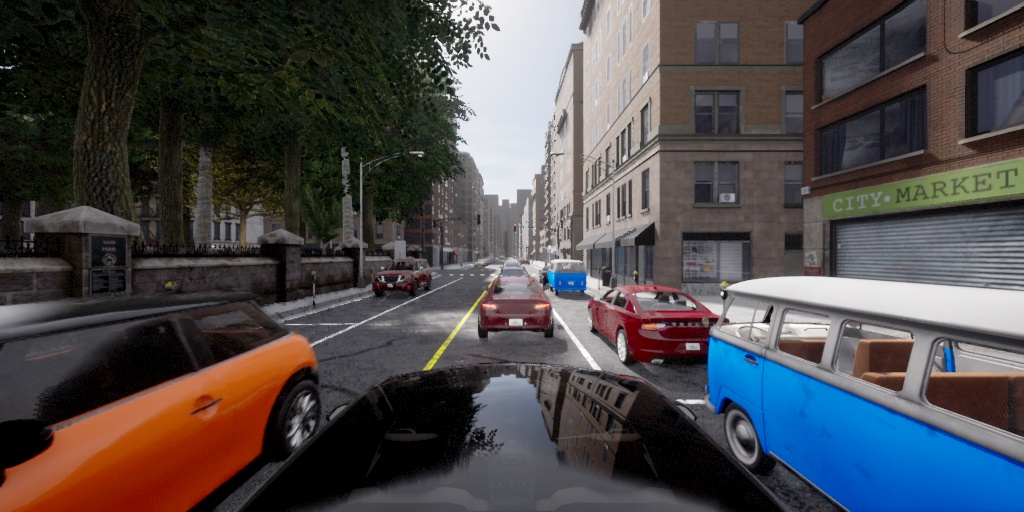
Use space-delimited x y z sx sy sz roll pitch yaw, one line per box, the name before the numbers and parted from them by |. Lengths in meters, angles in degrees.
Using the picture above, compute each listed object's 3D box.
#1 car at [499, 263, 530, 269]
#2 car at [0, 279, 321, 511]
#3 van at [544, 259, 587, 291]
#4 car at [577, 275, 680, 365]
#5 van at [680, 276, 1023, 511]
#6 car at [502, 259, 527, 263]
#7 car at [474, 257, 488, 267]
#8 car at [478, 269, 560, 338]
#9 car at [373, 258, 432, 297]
car | 0.107 1.291 19.672 2.033 1.411 5.357 0 0 1
car | -3.100 1.102 1.942 2.097 1.767 4.553 0 0 0
van | 2.867 1.084 19.212 1.690 1.789 3.998 0 0 0
car | 2.860 1.294 7.891 1.888 1.381 4.507 0 0 0
van | 2.857 1.091 2.230 1.690 1.789 3.998 0 0 0
car | 0.020 1.240 29.416 1.837 1.490 4.892 0 0 0
car | -5.633 1.224 62.696 1.751 1.417 4.829 0 0 0
car | 0.100 1.274 10.093 1.812 1.442 4.674 0 0 0
car | -5.658 1.058 19.177 2.192 1.841 5.009 0 0 0
